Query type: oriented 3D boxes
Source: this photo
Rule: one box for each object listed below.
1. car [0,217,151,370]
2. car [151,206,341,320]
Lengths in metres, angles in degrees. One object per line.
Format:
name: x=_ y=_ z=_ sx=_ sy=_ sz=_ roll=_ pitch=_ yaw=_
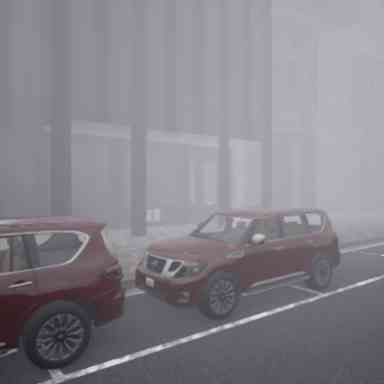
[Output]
car: x=-3.300 y=1.317 z=4.176 sx=5.009 sy=1.841 sz=2.192 roll=0 pitch=0 yaw=-35
car: x=1.293 y=1.286 z=7.451 sx=5.009 sy=1.841 sz=2.192 roll=0 pitch=0 yaw=-35
